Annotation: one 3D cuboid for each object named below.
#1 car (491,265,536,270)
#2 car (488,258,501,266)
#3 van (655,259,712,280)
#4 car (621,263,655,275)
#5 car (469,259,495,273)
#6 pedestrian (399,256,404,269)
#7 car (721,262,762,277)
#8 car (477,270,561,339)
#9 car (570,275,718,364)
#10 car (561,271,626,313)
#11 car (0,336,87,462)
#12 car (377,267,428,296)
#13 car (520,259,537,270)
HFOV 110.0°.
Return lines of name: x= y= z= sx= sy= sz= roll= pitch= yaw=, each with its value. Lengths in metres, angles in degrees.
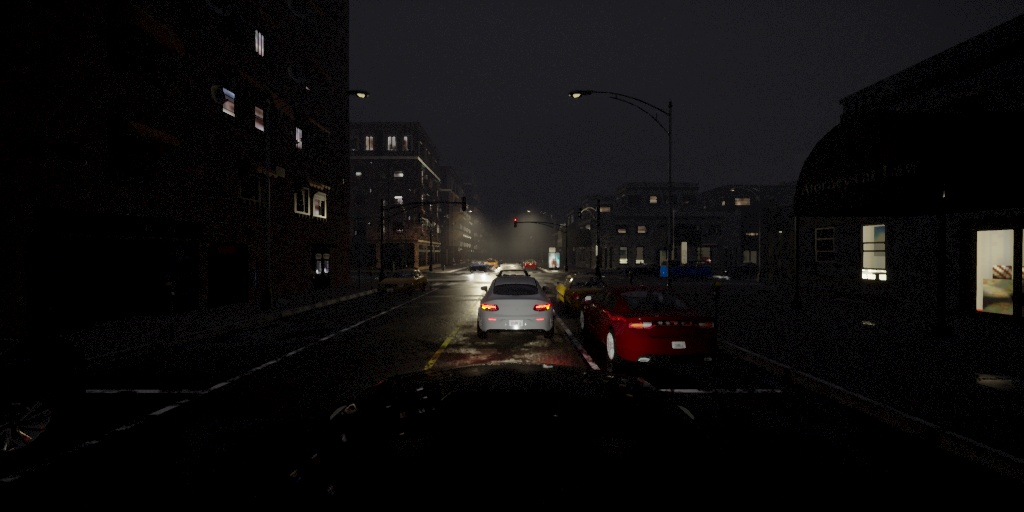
car: x=0.076 y=1.353 z=19.110 sx=1.895 sy=1.301 sz=4.718 roll=0 pitch=0 yaw=0
car: x=-3.182 y=1.256 z=55.731 sx=1.882 sy=1.535 sz=5.008 roll=0 pitch=0 yaw=0
van: x=14.600 y=1.164 z=30.172 sx=3.998 sy=1.789 sz=1.690 roll=0 pitch=0 yaw=-1
car: x=13.423 y=1.382 z=35.949 sx=4.718 sy=1.301 sz=1.895 roll=0 pitch=0 yaw=-1
car: x=-3.711 y=1.353 z=43.211 sx=1.895 sy=1.301 sz=4.718 roll=0 pitch=-1 yaw=8
pedestrian: x=-12.707 y=0.831 z=41.234 sx=0.375 sy=1.860 sz=0.375 roll=0 pitch=0 yaw=-1
car: x=23.473 y=1.371 z=36.041 sx=4.181 sy=1.385 sz=1.994 roll=0 pitch=0 yaw=0
car: x=0.084 y=1.276 z=9.999 sx=1.812 sy=1.442 sz=4.674 roll=0 pitch=0 yaw=0
car: x=2.678 y=1.295 z=7.985 sx=1.888 sy=1.381 sz=4.507 roll=0 pitch=0 yaw=0
car: x=2.667 y=1.276 z=13.852 sx=1.751 sy=1.417 sz=4.829 roll=0 pitch=0 yaw=0
car: x=-5.692 y=1.316 z=2.277 sx=1.948 sy=1.339 sz=4.313 roll=0 pitch=0 yaw=0
car: x=-5.725 y=1.278 z=19.197 sx=1.751 sy=1.417 sz=4.829 roll=0 pitch=0 yaw=0
car: x=2.593 y=1.213 z=51.850 sx=1.967 sy=1.591 sz=4.097 roll=0 pitch=0 yaw=0
